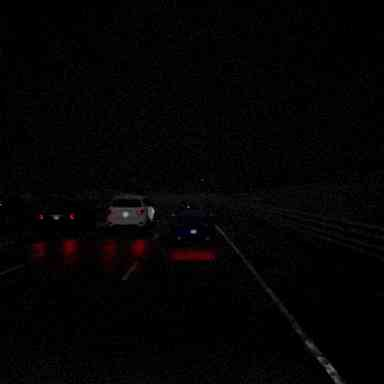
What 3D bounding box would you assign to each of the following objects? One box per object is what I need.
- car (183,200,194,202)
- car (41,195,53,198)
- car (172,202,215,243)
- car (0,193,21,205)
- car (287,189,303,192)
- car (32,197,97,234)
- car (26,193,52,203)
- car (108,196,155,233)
[{"bbox_3d":[-0.423,1.571,37.389,1.994,1.385,4.181,0,0,-1],"label":"car"},{"bbox_3d":[-18.314,1.485,45.696,2.128,1.511,4.902,0,0,-1],"label":"car"},{"bbox_3d":[0.031,1.485,16.230,1.882,1.535,5.008,0,0,-1],"label":"car"},{"bbox_3d":[-25.298,1.213,45.029,2.150,2.045,5.566,0,0,-1],"label":"car"},{"bbox_3d":[23.653,-0.233,76.449,1.812,1.442,4.674,0,-4,-15],"label":"car"},{"bbox_3d":[-7.019,1.359,19.236,2.097,1.767,4.553,0,0,-1],"label":"car"},{"bbox_3d":[-21.862,1.215,48.219,2.150,2.045,5.566,0,0,-1],"label":"car"},{"bbox_3d":[-3.539,1.230,20.068,2.150,2.045,5.566,0,0,-1],"label":"car"}]
